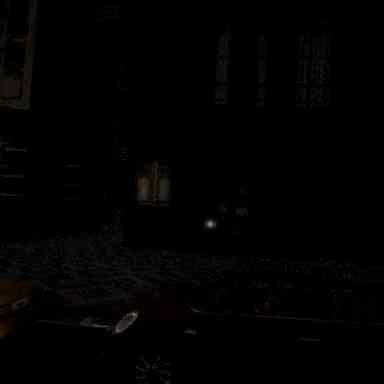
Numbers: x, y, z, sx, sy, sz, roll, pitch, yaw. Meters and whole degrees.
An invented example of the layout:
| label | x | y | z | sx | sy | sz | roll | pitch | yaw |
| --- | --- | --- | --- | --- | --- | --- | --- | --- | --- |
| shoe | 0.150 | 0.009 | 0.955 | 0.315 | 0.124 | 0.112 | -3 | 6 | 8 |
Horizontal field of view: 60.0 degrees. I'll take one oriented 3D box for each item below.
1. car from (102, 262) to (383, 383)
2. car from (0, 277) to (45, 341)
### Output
| label | x | y | z | sx | sy | sz | roll | pitch | yaw |
| --- | --- | --- | --- | --- | --- | --- | --- | --- | --- |
| car | 0.893 | 1.732 | 4.652 | 4.097 | 1.590 | 1.967 | 3 | -3 | 6 |
| car | -4.877 | 1.540 | 5.273 | 4.829 | 1.417 | 1.752 | 3 | -3 | 6 |
